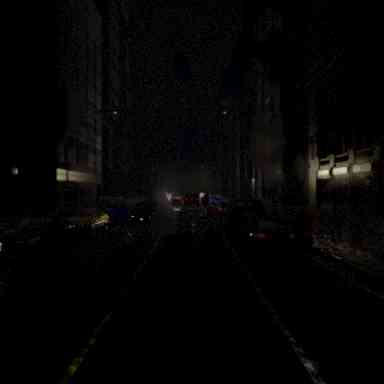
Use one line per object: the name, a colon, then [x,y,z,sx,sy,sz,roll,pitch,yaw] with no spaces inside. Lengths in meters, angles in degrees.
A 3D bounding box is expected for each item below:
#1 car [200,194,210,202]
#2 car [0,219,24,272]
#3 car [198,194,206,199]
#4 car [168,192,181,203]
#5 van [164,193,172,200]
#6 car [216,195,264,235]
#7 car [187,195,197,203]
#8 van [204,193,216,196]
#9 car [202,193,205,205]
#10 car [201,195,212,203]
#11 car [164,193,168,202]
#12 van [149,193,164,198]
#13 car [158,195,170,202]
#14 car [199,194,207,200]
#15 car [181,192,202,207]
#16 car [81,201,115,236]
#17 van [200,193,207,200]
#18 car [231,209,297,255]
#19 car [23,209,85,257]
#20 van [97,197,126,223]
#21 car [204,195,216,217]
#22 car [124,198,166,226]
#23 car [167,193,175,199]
car: [2.722,1.199,68.820,1.967,1.590,4.097,0,0,0]
car: [-5.765,1.523,7.102,2.008,1.369,4.403,0,0,0]
car: [2.709,1.252,91.257,1.947,1.339,4.313,0,0,0]
car: [-3.051,1.253,63.995,1.882,1.535,5.008,0,0,0]
van: [-5.810,1.063,80.024,1.690,1.788,3.998,0,0,0]
car: [2.753,1.247,18.338,2.192,1.841,5.009,0,0,0]
car: [-0.039,1.277,65.419,1.837,1.490,4.892,0,0,0]
van: [2.739,1.194,40.774,1.690,1.788,3.998,0,0,0]
car: [2.733,1.130,51.992,2.192,1.841,5.009,0,0,0]
car: [2.726,1.322,63.211,1.887,1.381,4.507,0,0,0]
car: [-5.796,1.110,57.586,2.192,1.841,5.009,0,0,0]
van: [-5.793,1.155,51.977,1.690,1.788,3.998,0,0,0]
car: [-5.803,1.309,68.806,2.008,1.369,4.403,0,0,0]
car: [2.712,1.249,85.648,1.887,1.381,4.507,0,0,0]
car: [-0.029,1.050,48.069,2.150,2.045,5.566,0,0,0]
car: [-5.772,1.457,18.151,1.752,1.417,4.829,0,0,0]
van: [2.716,1.063,80.038,1.690,1.788,3.998,0,0,0]
car: [2.756,1.534,12.730,1.802,1.307,4.206,0,0,0]
car: [-5.769,1.533,12.712,1.802,1.307,4.206,0,0,0]
van: [-5.776,1.252,23.930,1.690,1.788,3.998,0,0,0]
car: [2.332,1.346,30.308,1.801,1.575,5.366,0,0,0]
car: [-3.112,1.420,22.886,1.837,1.490,4.892,0,0,0]
car: [-5.816,1.125,91.244,1.967,1.590,4.097,0,0,0]
